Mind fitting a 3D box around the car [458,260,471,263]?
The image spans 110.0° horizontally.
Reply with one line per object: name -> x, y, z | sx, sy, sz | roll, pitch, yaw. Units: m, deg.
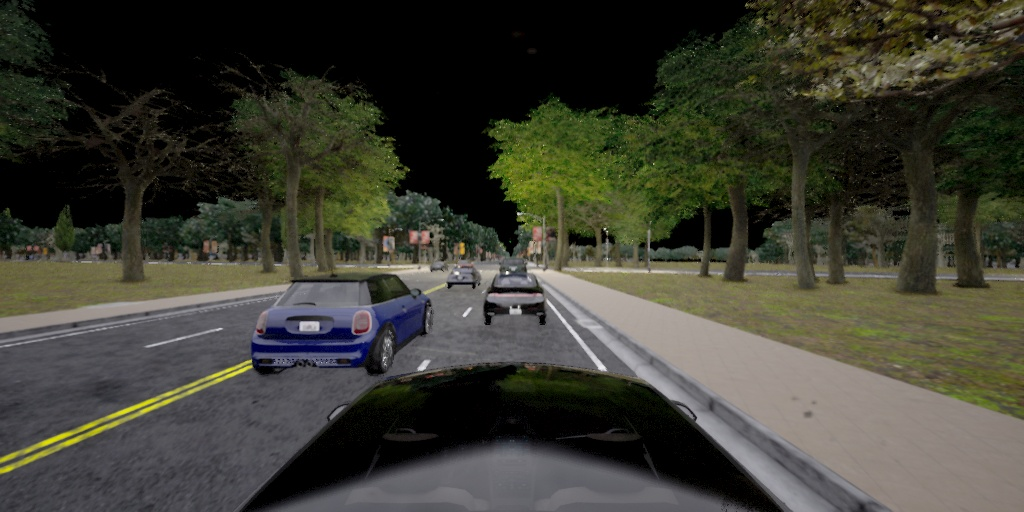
car -> -6.555, 1.332, 49.151 | 2.097, 1.767, 4.553 | 0, 0, 1

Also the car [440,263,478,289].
car -> -3.156, 1.396, 24.275 | 2.033, 1.411, 5.357 | 0, 0, 0

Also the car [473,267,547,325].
car -> 0.098, 1.285, 12.073 | 2.128, 1.511, 4.902 | 0, 0, 0

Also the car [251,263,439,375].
car -> -3.149, 1.126, 7.703 | 2.097, 1.767, 4.553 | 0, 0, 0

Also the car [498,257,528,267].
car -> 0.093, 1.095, 28.913 | 2.150, 2.045, 5.566 | 0, 0, 0

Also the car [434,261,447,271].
car -> -9.808, 1.484, 48.673 | 1.837, 1.490, 4.892 | 0, -1, 0
